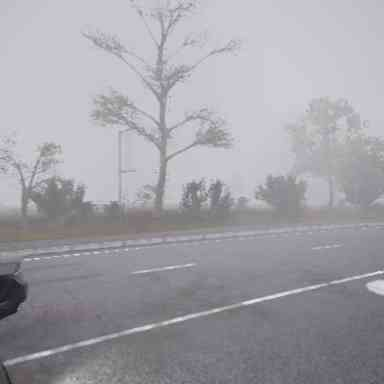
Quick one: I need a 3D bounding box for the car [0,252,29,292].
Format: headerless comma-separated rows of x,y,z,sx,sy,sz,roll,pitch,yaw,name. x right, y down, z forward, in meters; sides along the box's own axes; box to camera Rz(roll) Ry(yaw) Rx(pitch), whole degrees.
-4.980,1.483,4.593,4.892,1.490,1.837,0,0,-36,car

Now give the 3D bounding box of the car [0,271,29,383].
-3.002,1.554,1.450,4.181,1.385,1.994,0,0,-36,car
